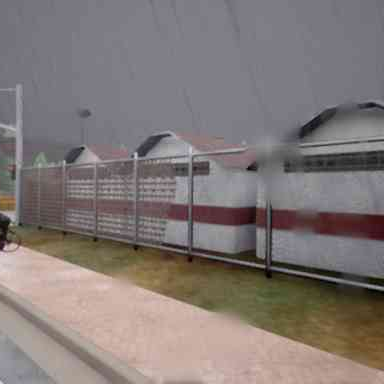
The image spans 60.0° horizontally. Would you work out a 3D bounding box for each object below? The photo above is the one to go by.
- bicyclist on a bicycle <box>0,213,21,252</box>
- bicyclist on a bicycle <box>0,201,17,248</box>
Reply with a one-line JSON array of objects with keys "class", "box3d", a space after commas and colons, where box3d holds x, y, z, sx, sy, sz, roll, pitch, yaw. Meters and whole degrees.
[{"class": "bicyclist on a bicycle", "box3d": [-6.335, 1.155, 10.534, 1.656, 1.620, 0.582, 0, 1, -27]}, {"class": "bicyclist on a bicycle", "box3d": [-7.112, 1.140, 11.606, 0.582, 1.620, 1.656, 1, 1, 38]}]
